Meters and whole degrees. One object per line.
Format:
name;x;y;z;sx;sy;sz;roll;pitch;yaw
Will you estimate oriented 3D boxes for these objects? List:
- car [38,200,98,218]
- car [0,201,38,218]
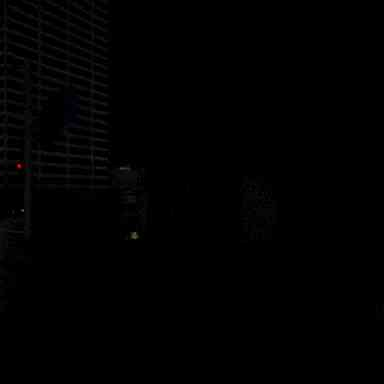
car;-11.086;1.478;30.754;1.882;1.535;5.008;0;0;35
car;-15.458;1.547;30.638;2.033;1.411;5.357;0;0;35
